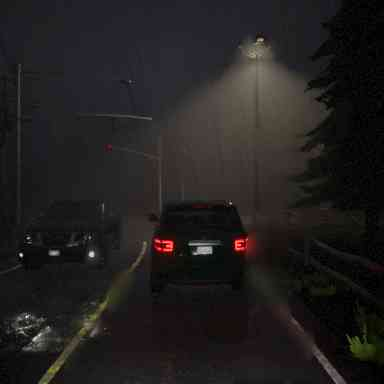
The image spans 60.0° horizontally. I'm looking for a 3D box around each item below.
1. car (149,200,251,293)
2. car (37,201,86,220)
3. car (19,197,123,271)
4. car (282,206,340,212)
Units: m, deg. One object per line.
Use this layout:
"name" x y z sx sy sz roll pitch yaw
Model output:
"car" 0.010 1.221 9.105 2.150 2.045 5.566 0 0 -5
"car" -11.649 1.547 29.426 2.033 1.411 5.357 0 0 -45
"car" -3.724 1.221 11.333 2.150 2.045 5.566 0 0 -4
"car" 10.708 1.627 30.182 4.718 1.301 1.895 0 0 0
